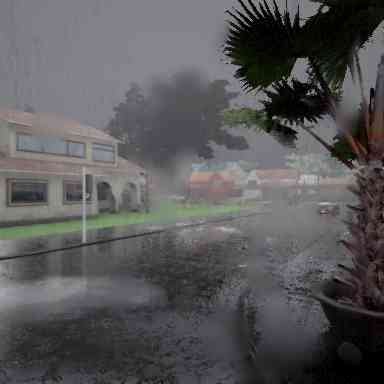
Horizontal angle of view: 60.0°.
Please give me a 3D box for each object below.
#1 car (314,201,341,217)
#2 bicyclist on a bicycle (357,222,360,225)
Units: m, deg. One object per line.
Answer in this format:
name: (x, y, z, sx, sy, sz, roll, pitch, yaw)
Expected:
car: (12.780, 1.542, 31.517, 1.812, 1.442, 4.674, 0, 0, 30)
bicyclist on a bicycle: (9.372, 1.357, 17.140, 1.656, 1.620, 0.582, 0, 0, 30)
